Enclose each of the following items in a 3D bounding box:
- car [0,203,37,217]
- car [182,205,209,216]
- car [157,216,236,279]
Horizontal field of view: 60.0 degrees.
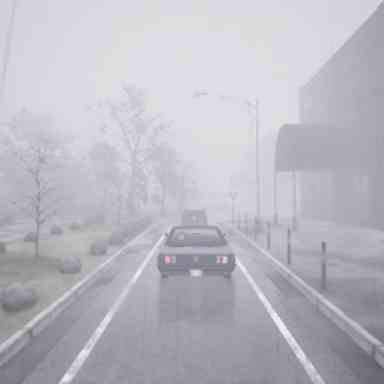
[{"bbox_3d":[-20.805,2.079,39.490,4.553,1.767,2.097,1,-3,-35],"label":"car"},{"bbox_3d":[0.276,1.731,25.825,1.882,1.535,5.008,0,-1,3],"label":"car"},{"bbox_3d":[0.102,1.615,10.001,1.895,1.301,4.718,0,0,0],"label":"car"}]
